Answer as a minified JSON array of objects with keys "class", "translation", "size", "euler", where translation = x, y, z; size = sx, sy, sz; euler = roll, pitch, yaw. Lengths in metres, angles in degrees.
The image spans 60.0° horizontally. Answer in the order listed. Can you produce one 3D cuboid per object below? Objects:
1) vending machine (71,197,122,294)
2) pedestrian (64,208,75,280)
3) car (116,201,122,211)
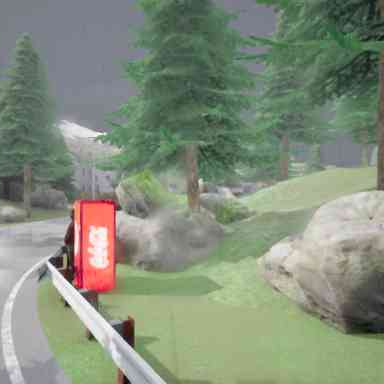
[{"class":"vending machine","translation":[-2.294,1.189,7.940],"size":[1.100,2.100,0.880],"euler":[0,0,-22]},{"class":"pedestrian","translation":[-2.985,1.286,8.498],"size":[0.375,1.860,0.375],"euler":[0,0,-18]},{"class":"car","translation":[-8.638,1.575,34.080],"size":[1.895,1.301,4.718],"euler":[0,0,5]}]
